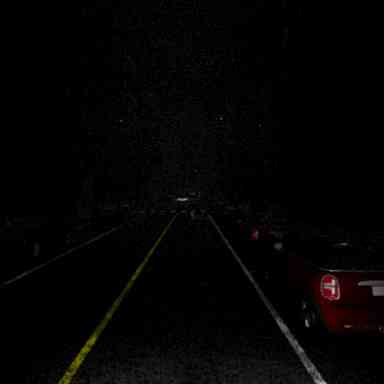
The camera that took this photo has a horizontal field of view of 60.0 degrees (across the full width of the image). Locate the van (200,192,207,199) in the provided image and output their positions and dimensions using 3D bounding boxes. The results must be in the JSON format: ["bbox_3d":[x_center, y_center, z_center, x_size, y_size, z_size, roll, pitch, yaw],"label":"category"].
[{"bbox_3d":[2.974,0.979,86.322,1.690,1.788,3.998,0,0,0],"label":"van"}]

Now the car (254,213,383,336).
[{"bbox_3d":[2.672,1.410,6.620,1.967,1.590,4.097,0,0,0],"label":"car"}]

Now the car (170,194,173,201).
[{"bbox_3d":[-5.639,1.149,69.356,1.967,1.590,4.097,0,0,0],"label":"car"}]

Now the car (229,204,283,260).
[{"bbox_3d":[2.676,1.386,12.214,1.967,1.590,4.097,0,0,0],"label":"car"}]

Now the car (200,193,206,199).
[{"bbox_3d":[3.005,1.138,92.161,1.752,1.417,4.829,0,0,0],"label":"car"}]

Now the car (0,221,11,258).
[{"bbox_3d":[-5.853,1.515,6.616,1.887,1.381,4.507,0,0,0],"label":"car"}]

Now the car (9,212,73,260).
[{"bbox_3d":[-5.849,1.490,12.212,1.887,1.381,4.507,0,0,0],"label":"car"}]

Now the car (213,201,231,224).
[{"bbox_3d":[2.685,1.480,23.403,1.802,1.307,4.206,0,0,0],"label":"car"}]

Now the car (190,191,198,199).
[{"bbox_3d":[0.335,1.079,91.553,2.128,1.511,4.902,0,0,0],"label":"car"}]

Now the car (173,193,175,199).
[{"bbox_3d":[-5.609,1.251,75.025,1.947,1.339,4.313,0,0,0],"label":"car"}]

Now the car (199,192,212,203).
[{"bbox_3d":[2.857,1.172,63.646,1.967,1.590,4.097,0,0,0],"label":"car"}]

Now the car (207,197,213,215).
[{"bbox_3d":[2.689,1.425,28.997,2.008,1.369,4.403,0,0,0],"label":"car"}]

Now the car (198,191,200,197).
[{"bbox_3d":[2.916,1.126,74.984,1.967,1.590,4.097,0,0,0],"label":"car"}]

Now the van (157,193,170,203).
[{"bbox_3d":[-5.668,1.073,63.687,1.690,1.788,3.998,0,0,0],"label":"van"}]

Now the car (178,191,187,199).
[{"bbox_3d":[-2.661,1.136,92.628,2.128,1.511,4.902,0,0,0],"label":"car"}]

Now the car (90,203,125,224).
[{"bbox_3d":[-5.841,1.449,23.404,2.008,1.369,4.403,0,0,0],"label":"car"}]
